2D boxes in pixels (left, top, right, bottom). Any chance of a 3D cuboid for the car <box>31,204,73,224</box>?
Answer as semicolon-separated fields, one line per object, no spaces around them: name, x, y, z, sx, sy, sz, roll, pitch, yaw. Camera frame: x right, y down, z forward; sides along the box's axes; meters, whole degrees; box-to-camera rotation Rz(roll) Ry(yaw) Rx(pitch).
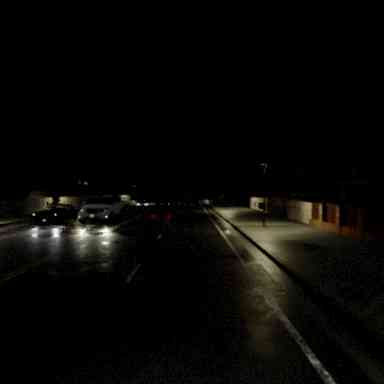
car;-9.851;1.589;24.397;1.895;1.301;4.718;0;0;0

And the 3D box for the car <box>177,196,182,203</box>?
car;-3.260;1.530;72.258;1.812;1.442;4.674;0;0;0

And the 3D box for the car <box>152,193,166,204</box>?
car;-6.512;1.211;66.611;2.150;2.045;5.566;0;0;0

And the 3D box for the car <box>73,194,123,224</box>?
car;-6.601;1.210;24.684;2.150;2.045;5.566;0;0;0

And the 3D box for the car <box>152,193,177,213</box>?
car;-3.155;1.339;36.848;2.097;1.767;4.553;0;0;0

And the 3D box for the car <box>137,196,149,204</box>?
car;-9.762;1.465;66.569;1.882;1.535;5.008;0;0;0

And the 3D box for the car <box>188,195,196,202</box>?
car;-0.012;1.551;80.122;2.033;1.411;5.357;0;0;0

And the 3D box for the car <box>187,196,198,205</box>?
car;0.092;1.558;57.062;1.994;1.385;4.181;0;0;0
